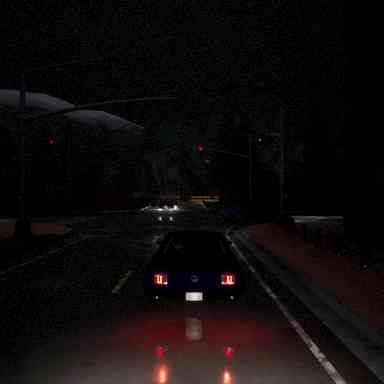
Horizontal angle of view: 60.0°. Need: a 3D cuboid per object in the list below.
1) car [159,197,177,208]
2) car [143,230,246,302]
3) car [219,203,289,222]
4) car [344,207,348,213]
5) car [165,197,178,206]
[{"bbox_3d":[-3.561,1.526,47.302,1.812,1.442,4.674,0,0,0],"label":"car"},{"bbox_3d":[0.063,1.601,8.230,1.895,1.301,4.718,0,0,0],"label":"car"},{"bbox_3d":[4.774,1.556,25.815,5.357,1.411,2.033,0,0,-1],"label":"car"},{"bbox_3d":[16.232,1.616,29.688,4.718,1.301,1.895,0,0,-1],"label":"car"},{"bbox_3d":[-3.541,1.601,57.314,1.895,1.301,4.718,0,0,0],"label":"car"}]
